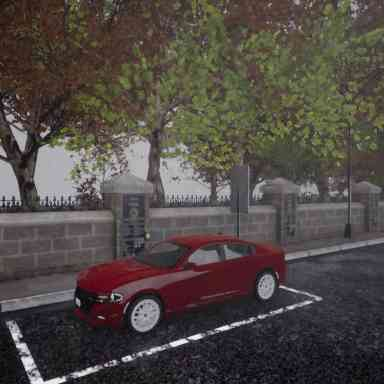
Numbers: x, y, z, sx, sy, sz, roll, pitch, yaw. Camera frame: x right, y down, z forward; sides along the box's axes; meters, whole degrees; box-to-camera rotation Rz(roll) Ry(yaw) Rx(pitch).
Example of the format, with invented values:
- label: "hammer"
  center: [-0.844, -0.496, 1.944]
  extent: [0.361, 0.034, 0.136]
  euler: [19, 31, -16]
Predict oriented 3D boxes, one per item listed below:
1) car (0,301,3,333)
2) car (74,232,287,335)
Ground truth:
- label: "car"
  center: [-4.500, 1.551, 3.446]
  extent: [4.403, 1.369, 2.008]
  euler: [0, 0, -35]
- label: "car"
  center: [-0.018, 1.545, 6.702]
  extent: [4.507, 1.381, 1.887]
  euler: [0, 0, -35]
